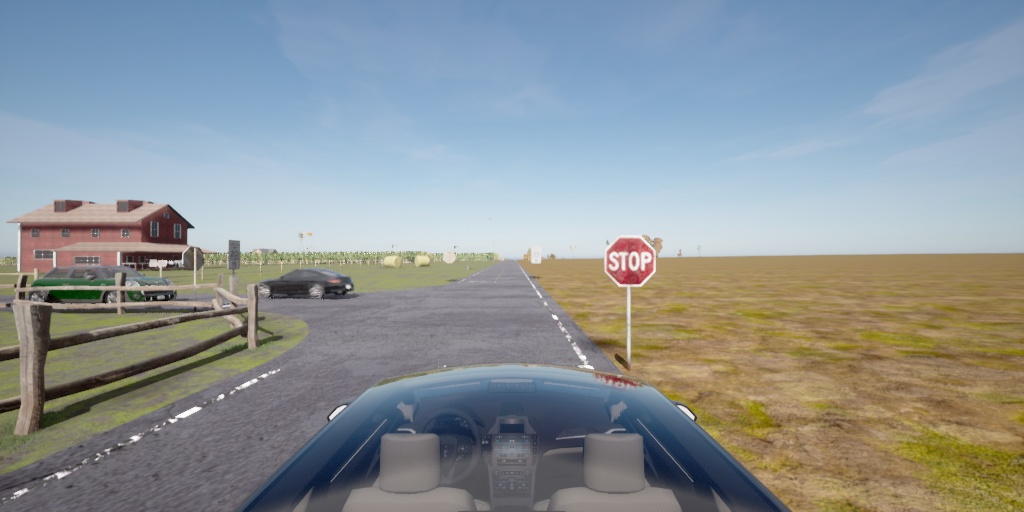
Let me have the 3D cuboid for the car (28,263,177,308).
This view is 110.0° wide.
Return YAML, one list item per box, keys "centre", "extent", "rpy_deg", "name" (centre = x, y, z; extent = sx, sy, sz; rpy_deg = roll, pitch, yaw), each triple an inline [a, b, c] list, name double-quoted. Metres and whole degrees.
- centre: [-17.006, 1.172, 15.092]
  extent: [4.553, 1.767, 2.097]
  rpy_deg: [0, -1, 0]
  name: "car"

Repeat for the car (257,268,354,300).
- centre: [-10.195, 1.339, 17.716]
  extent: [4.674, 1.442, 1.812]
  rpy_deg: [0, -1, 10]
  name: "car"
